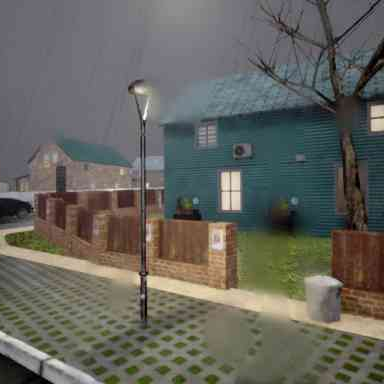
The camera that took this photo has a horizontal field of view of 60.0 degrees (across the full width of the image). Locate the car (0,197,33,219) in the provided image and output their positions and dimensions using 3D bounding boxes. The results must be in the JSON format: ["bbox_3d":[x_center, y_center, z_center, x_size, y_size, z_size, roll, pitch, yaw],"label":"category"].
[{"bbox_3d":[-12.501,1.087,21.085,1.812,1.442,4.674,-1,1,30],"label":"car"}]
